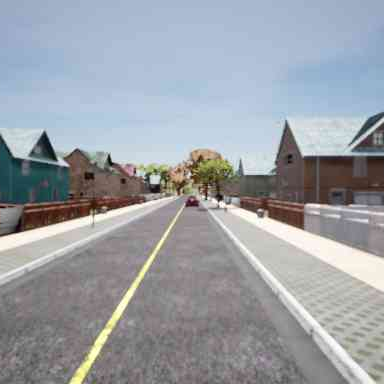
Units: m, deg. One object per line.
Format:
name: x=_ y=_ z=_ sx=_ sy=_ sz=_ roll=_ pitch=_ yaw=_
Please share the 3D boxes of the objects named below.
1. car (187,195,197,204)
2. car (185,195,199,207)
car: x=0.028 y=1.430 z=62.091 sx=1.882 sy=1.535 sz=5.008 roll=0 pitch=0 yaw=0
car: x=0.024 y=1.314 z=51.946 sx=2.097 sy=1.767 sz=4.553 roll=0 pitch=0 yaw=0
